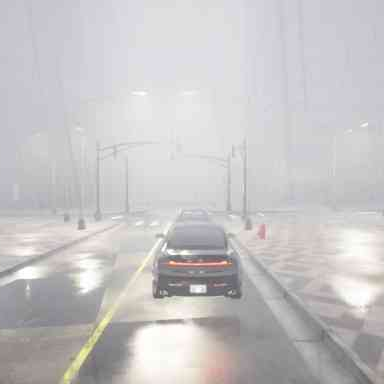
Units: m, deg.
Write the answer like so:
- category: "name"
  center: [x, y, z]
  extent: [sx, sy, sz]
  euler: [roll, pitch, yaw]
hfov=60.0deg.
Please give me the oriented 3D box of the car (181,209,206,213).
- category: "car"
  center: [0.062, 1.557, 17.340]
  extent: [1.994, 1.385, 4.181]
  euler: [0, 0, 1]

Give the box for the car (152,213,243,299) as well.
- category: "car"
  center: [0.101, 1.502, 8.437]
  extent: [1.837, 1.490, 4.892]
  euler: [0, 0, 0]
